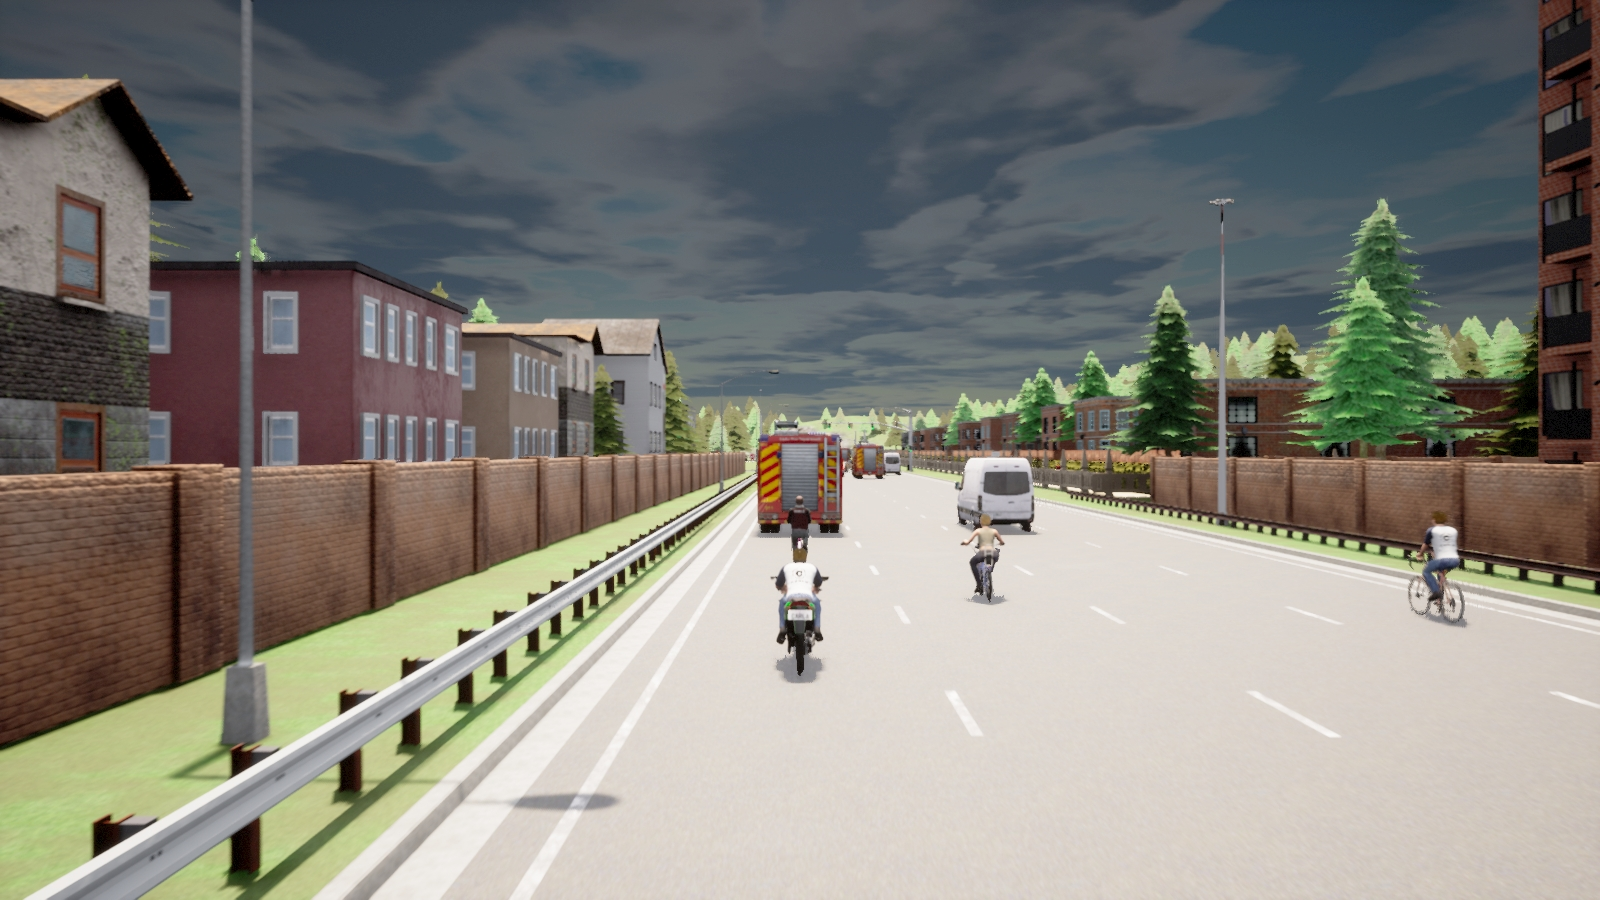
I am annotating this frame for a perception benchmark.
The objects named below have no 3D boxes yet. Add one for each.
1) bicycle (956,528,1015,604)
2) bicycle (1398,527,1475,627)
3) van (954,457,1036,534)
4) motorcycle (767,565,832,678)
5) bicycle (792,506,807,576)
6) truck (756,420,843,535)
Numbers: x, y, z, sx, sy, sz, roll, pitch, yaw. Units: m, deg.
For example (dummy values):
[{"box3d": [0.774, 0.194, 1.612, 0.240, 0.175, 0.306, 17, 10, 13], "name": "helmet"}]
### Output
[{"box3d": [3.493, 2.174, 21.636, 0.859, 1.277, 1.487, 0, 0, 0], "name": "bicycle"}, {"box3d": [10.545, 2.070, 18.978, 0.373, 1.496, 1.643, 0, 0, 0], "name": "bicycle"}, {"box3d": [6.983, 1.564, 41.520, 1.988, 2.561, 5.915, 0, 0, 0], "name": "van"}, {"box3d": [-0.005, 2.197, 14.972, 0.803, 1.199, 2.033, 0, 0, 0], "name": "motorcycle"}, {"box3d": [-0.015, 2.080, 26.538, 0.329, 1.471, 1.835, 0, 0, 0], "name": "bicycle"}, {"box3d": [-0.017, 0.921, 42.339, 2.891, 3.827, 8.468, 0, 0, 0], "name": "truck"}]
